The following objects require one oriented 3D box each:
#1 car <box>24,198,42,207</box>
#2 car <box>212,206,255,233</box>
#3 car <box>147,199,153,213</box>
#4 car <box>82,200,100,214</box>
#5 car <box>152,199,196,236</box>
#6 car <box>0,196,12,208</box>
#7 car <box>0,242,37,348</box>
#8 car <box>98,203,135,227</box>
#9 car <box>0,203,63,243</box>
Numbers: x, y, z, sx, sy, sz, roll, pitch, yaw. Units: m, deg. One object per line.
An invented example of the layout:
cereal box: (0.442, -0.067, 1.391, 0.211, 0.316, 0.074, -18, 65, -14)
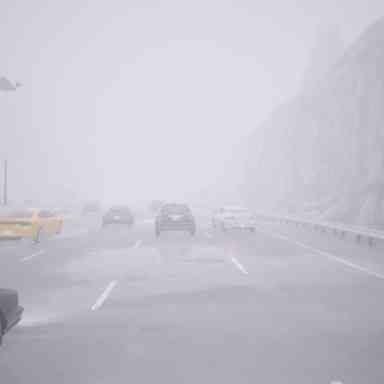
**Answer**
car: (-26.705, 1.681, 55.922, 1.994, 1.385, 4.181, 0, 0, -15)
car: (2.406, 1.541, 19.736, 1.812, 1.442, 4.674, 0, 0, -6)
car: (-3.941, 1.553, 37.753, 1.837, 1.490, 4.892, 0, 0, -11)
car: (-10.652, 1.609, 35.860, 2.033, 1.411, 5.357, 0, 0, -12)
car: (-1.043, 1.374, 18.953, 2.097, 1.767, 4.553, 0, 0, -6)
car: (-28.667, 1.468, 49.783, 2.097, 1.767, 4.553, 0, 0, -15)
car: (-3.481, 1.558, 2.687, 2.033, 1.411, 5.357, 0, 0, -1)
car: (-5.057, 1.600, 23.228, 1.994, 1.385, 4.181, 0, 0, -7)
car: (-7.772, 1.512, 16.126, 1.882, 1.535, 5.008, 0, 0, -5)
